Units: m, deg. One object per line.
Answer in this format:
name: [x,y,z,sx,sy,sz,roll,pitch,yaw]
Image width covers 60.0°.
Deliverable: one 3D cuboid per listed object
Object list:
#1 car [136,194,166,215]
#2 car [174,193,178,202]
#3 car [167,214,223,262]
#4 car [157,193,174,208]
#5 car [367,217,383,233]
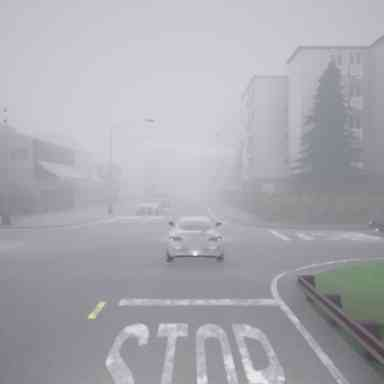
car: [-3.641,1.204,29.254,1.812,1.442,4.674,0,1,2]
car: [-3.539,0.905,56.596,1.812,1.442,4.674,0,1,1]
car: [0.103,1.544,12.190,1.812,1.442,4.674,0,1,0]
car: [-3.595,0.915,39.716,2.097,1.767,4.553,0,1,0]
car: [12.077,1.532,17.290,5.357,1.411,2.033,0,1,-6]
